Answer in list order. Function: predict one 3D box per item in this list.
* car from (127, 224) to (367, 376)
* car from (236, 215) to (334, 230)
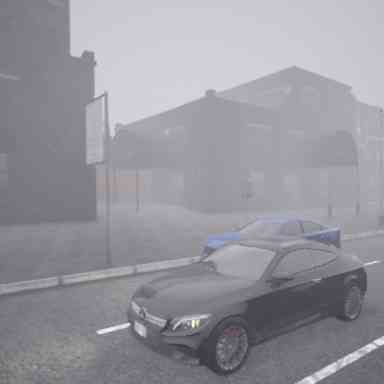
[{"bbox_3d":[1.213,1.530,5.703,4.674,1.442,1.812,0,0,-36],"label":"car"},{"bbox_3d":[2.561,1.487,10.146,5.008,1.535,1.882,0,0,-36],"label":"car"}]
